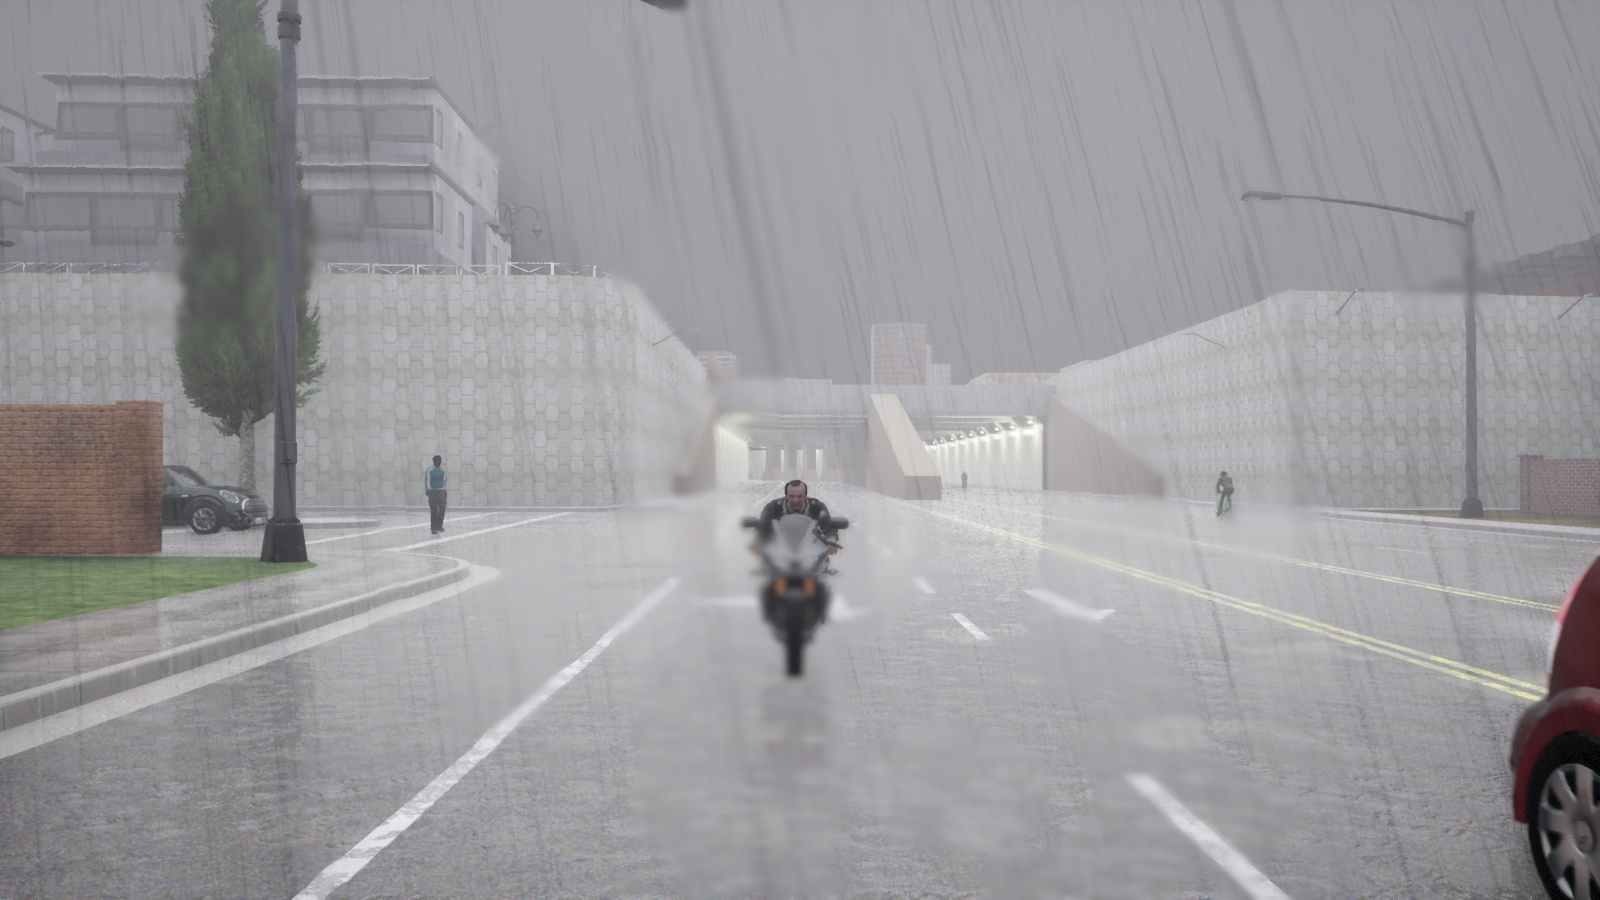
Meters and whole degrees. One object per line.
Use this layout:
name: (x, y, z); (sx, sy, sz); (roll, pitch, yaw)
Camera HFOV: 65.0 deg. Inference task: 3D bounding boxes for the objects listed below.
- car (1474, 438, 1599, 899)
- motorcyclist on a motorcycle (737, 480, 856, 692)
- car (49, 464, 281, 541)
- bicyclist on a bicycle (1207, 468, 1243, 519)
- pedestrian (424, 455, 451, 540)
car: (3.491, 0.745, 2.757); (1.851, 1.617, 3.988); (0, -1, 0)
motorcyclist on a motorcycle: (-0.027, 1.022, 10.298); (0.866, 1.530, 2.191); (0, -1, 0)
car: (-15.261, 1.244, 30.375); (4.553, 1.767, 2.097); (0, -1, -1)
bicyclist on a bicycle: (13.886, 1.400, 41.039); (0.582, 1.620, 1.656); (0, -1, 0)
pedestrian: (-8.341, 1.084, 28.906); (0.396, 1.930, 0.692); (0, -1, -35)
